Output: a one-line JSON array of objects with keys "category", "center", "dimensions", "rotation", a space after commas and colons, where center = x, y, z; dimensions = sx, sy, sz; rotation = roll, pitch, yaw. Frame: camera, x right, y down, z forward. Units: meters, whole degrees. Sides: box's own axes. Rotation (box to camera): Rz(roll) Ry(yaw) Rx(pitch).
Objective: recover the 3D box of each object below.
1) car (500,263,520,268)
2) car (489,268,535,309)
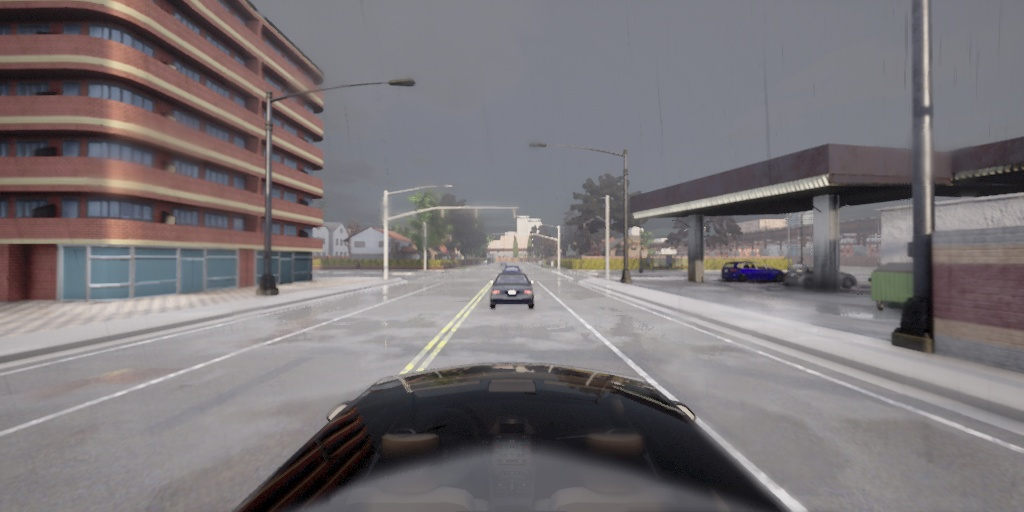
[{"category": "car", "center": [0.002, 1.553, 31.235], "dimensions": [1.812, 1.442, 4.674], "rotation": [0, 0, 0]}, {"category": "car", "center": [-0.001, 1.430, 15.844], "dimensions": [2.033, 1.411, 5.357], "rotation": [0, -1, 0]}]
